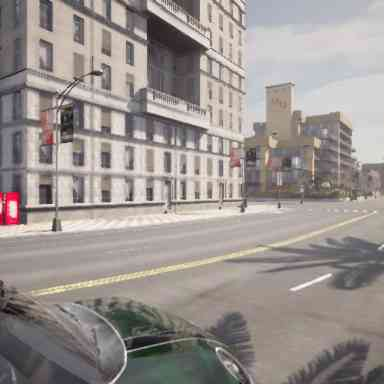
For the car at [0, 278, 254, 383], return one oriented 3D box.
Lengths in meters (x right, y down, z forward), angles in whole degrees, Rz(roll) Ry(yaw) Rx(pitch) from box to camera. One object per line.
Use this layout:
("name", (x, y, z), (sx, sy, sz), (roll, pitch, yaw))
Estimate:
("car", (-1.656, 1.344, 2.098), (4.553, 1.767, 2.097), (0, 0, -36))
